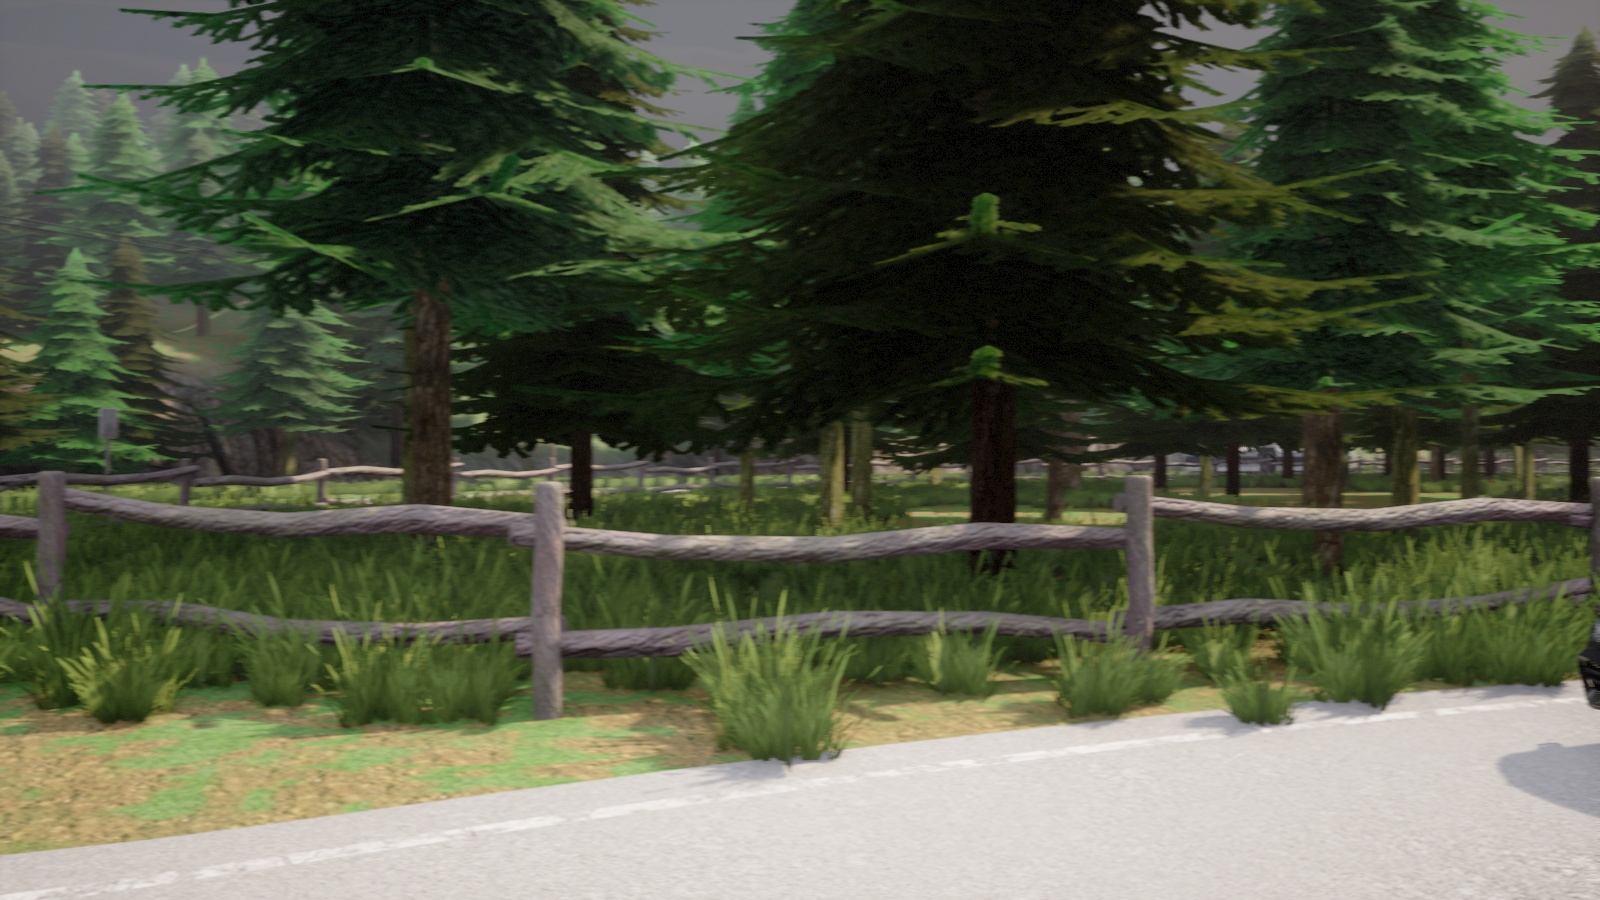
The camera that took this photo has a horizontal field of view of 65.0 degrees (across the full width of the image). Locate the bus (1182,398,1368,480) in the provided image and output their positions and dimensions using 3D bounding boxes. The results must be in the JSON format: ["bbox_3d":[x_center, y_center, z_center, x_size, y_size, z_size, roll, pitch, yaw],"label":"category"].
[{"bbox_3d":[26.301,-0.565,69.352,10.273,4.253,3.944,0,0,-29],"label":"bus"}]

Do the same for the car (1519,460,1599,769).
[{"bbox_3d":[6.108,0.769,6.187,4.674,1.442,1.812,0,0,-19],"label":"car"}]
